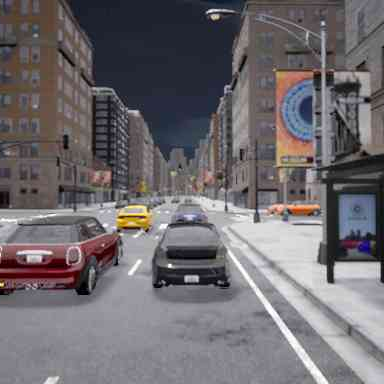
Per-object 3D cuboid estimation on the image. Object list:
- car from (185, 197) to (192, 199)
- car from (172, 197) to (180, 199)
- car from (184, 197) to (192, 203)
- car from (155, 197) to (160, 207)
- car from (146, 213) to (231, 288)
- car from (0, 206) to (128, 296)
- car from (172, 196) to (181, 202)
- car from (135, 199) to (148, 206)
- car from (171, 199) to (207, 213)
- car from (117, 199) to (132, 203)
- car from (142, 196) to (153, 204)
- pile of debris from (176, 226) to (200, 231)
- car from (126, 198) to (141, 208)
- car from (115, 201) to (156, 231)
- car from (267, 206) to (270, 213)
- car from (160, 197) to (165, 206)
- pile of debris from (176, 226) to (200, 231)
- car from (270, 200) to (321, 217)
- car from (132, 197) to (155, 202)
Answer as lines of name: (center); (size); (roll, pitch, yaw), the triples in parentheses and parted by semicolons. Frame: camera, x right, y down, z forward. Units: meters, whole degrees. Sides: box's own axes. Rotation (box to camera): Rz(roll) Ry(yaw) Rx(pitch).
car: (-0.897, 2.107, 82.016); (2.128, 1.511, 4.902); (0, 0, -1)
car: (-4.141, 2.166, 81.342); (1.895, 1.301, 4.718); (0, 0, -1)
car: (-1.005, 2.167, 92.117); (2.128, 1.511, 4.902); (0, 0, -1)
car: (-7.229, 1.949, 58.241); (1.812, 1.442, 4.674); (0, 0, 0)
car: (-0.032, 1.576, 9.419); (1.837, 1.490, 4.892); (0, 0, -1)
car: (-3.275, 1.419, 8.993); (2.097, 1.767, 4.553); (0, -1, -1)
car: (-4.247, 1.996, 91.315); (2.128, 1.511, 4.902); (0, 0, -1)
car: (-10.516, 2.098, 69.546); (1.895, 1.301, 4.718); (0, 0, -1)
car: (-0.147, 1.503, 20.806); (2.097, 1.767, 4.553); (0, 0, -1)
car: (-10.410, 1.936, 50.678); (1.994, 1.385, 4.181); (0, 0, -1)
car: (-10.625, 1.927, 79.861); (2.097, 1.767, 4.553); (0, 0, -1)
pile of debris: (-0.252, 2.333, 21.490); (1.500, 0.140, 1.860); (0, 0, 0)
car: (-10.479, 1.938, 59.498); (1.837, 1.490, 4.892); (0, 0, 0)
car: (-3.595, 1.621, 21.388); (1.882, 1.535, 5.008); (0, 0, -3)
car: (11.025, 1.738, 38.428); (4.553, 1.767, 2.097); (0, -1, -1)
car: (-7.251, 2.056, 68.248); (1.994, 1.385, 4.181); (0, 0, -1)
pile of debris: (-0.252, 2.333, 21.490); (1.500, 0.140, 1.860); (0, 0, 0)
car: (11.093, 1.673, 35.181); (4.553, 1.767, 2.097); (0, -1, -1)
car: (-7.149, 1.716, 49.666); (2.097, 1.767, 4.553); (0, 0, -1)
